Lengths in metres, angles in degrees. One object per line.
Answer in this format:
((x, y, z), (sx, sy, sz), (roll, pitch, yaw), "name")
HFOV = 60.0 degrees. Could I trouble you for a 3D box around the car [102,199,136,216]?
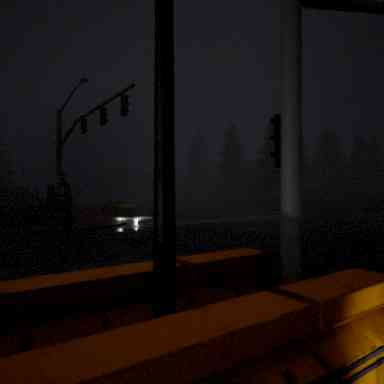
((-7.223, 1.469, 32.498), (1.882, 1.535, 5.008), (0, 0, -36), "car")
